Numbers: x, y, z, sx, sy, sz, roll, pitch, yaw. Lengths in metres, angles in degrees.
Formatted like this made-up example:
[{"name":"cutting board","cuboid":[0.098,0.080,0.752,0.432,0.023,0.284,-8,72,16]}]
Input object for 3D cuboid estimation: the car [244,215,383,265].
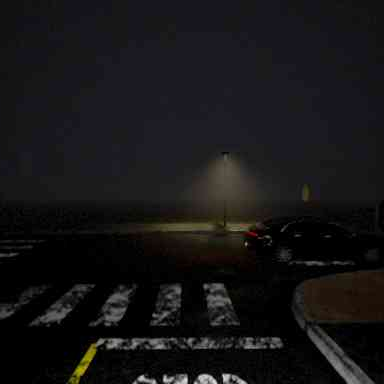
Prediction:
[{"name":"car","cuboid":[4.301,1.591,11.628,4.892,1.490,1.837,1,4,-2]}]
